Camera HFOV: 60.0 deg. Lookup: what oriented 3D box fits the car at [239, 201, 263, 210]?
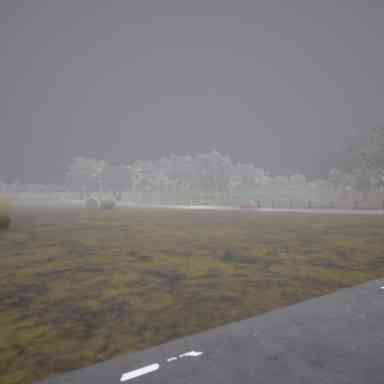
[{"bbox_3d":[10.031,2.281,56.640,1.994,1.385,4.181,-1,0,-35],"label":"car"}]
